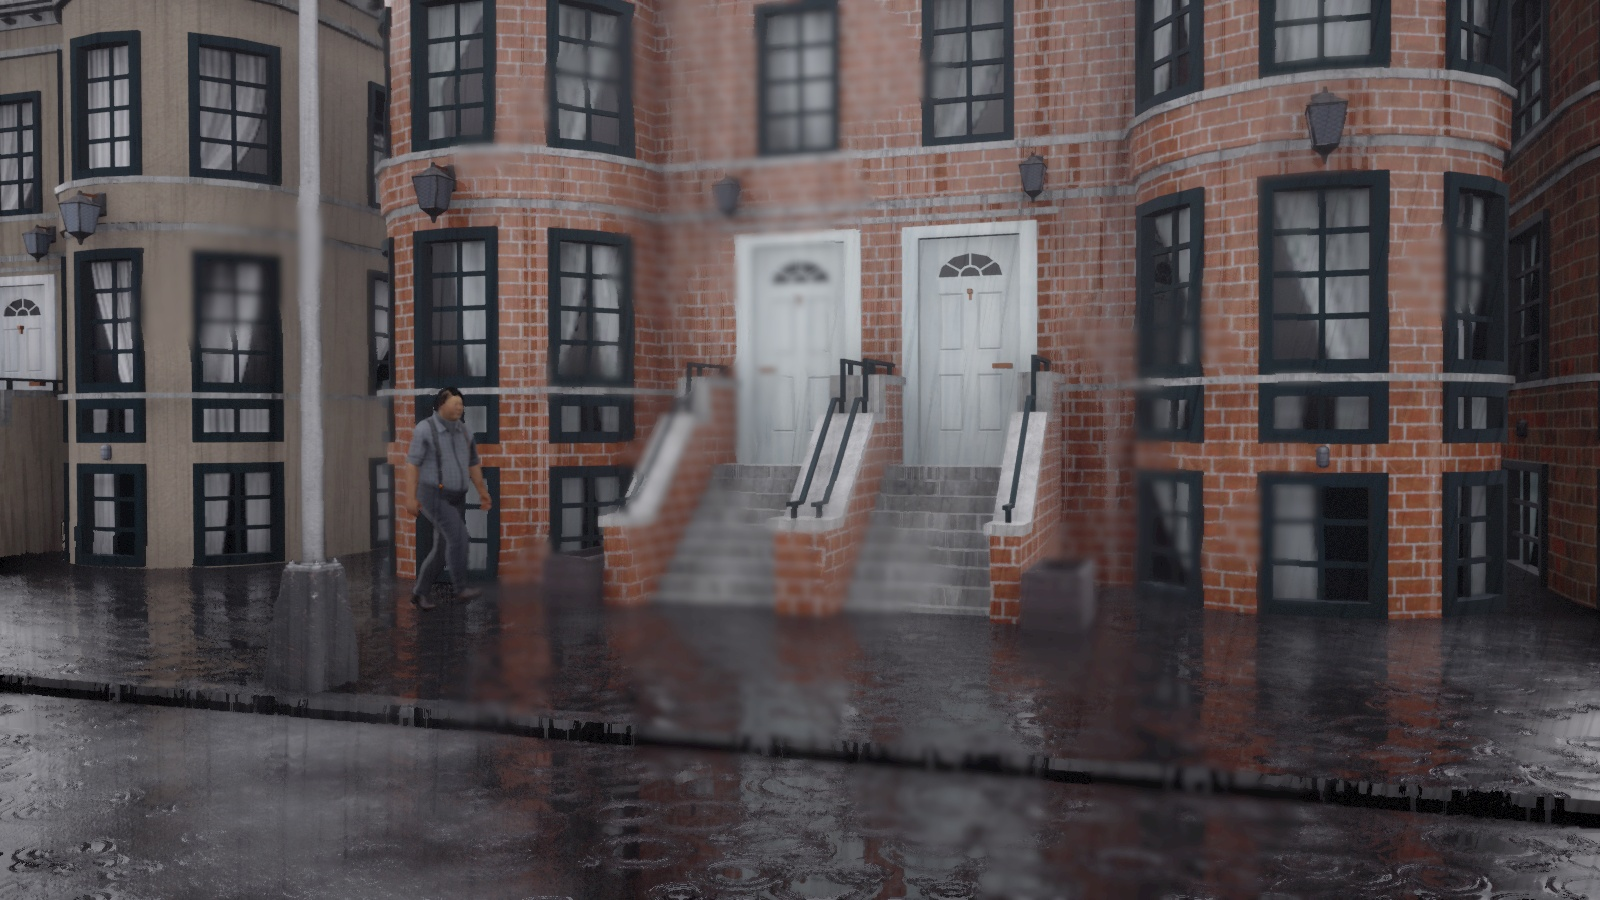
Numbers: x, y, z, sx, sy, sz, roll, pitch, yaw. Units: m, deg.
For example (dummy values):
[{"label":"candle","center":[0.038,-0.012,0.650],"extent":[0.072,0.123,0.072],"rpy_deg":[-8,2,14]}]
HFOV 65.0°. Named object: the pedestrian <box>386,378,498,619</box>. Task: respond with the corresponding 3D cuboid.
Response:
[{"label":"pedestrian","center":[-2.860,0.365,10.049],"extent":[0.694,1.848,0.540],"rpy_deg":[1,1,33]}]
